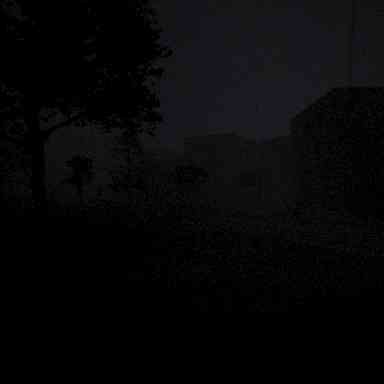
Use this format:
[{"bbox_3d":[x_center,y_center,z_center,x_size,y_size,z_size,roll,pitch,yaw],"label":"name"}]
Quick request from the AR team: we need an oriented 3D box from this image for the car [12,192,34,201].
[{"bbox_3d":[-43.681,1.166,84.902,5.566,2.045,2.435,-1,-1,-32],"label":"car"}]

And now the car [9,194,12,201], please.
[{"bbox_3d":[-45.334,1.088,80.174,2.150,2.045,5.566,-1,-1,-32],"label":"car"}]

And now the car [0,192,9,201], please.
[{"bbox_3d":[-40.585,1.320,69.605,1.812,1.442,4.674,0,0,-10],"label":"car"}]
